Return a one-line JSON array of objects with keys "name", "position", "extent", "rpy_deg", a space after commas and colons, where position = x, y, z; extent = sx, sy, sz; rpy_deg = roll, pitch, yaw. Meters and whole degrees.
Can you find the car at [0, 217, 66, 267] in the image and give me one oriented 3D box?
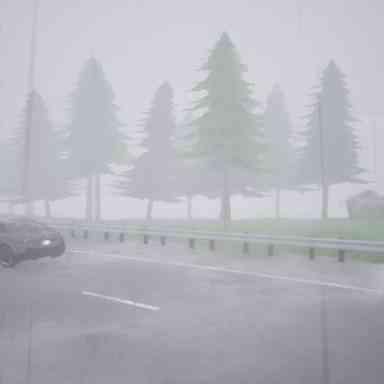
[{"name": "car", "position": [-6.366, 1.574, 11.405], "extent": [4.181, 1.385, 1.994], "rpy_deg": [0, 0, 27]}]
